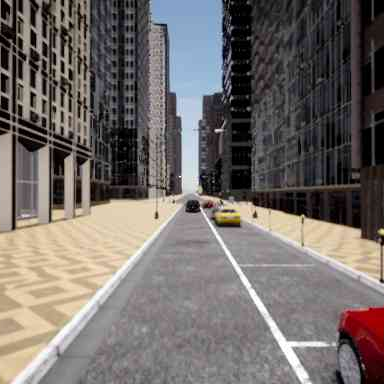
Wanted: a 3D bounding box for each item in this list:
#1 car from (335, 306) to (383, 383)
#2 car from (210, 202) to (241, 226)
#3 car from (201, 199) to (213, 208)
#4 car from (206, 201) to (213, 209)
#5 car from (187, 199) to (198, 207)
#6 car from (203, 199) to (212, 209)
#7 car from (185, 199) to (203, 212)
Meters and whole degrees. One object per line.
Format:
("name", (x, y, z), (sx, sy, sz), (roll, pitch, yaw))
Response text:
("car", (2.564, 1.561, 2.236), (1.887, 1.381, 4.507), (0, 0, 0))
("car", (2.566, 1.692, 24.612), (1.752, 1.417, 4.829), (0, 0, 0))
("car", (2.569, 1.907, 57.919), (1.752, 1.417, 4.829), (0, 0, 0))
("car", (2.567, 1.753, 29.993), (2.008, 1.369, 4.403), (0, 0, 0))
("car", (0.094, 1.951, 58.885), (1.994, 1.385, 4.181), (0, 0, 1))
("car", (2.568, 1.890, 52.197), (1.887, 1.381, 4.507), (0, 0, 0))
("car", (0.102, 1.773, 44.338), (1.882, 1.535, 5.008), (0, -1, 0))
